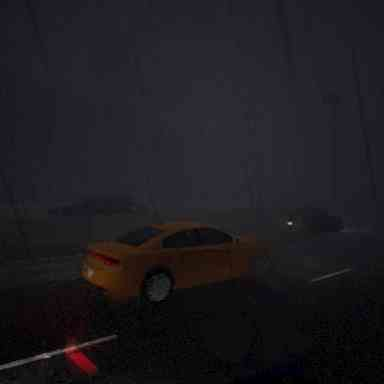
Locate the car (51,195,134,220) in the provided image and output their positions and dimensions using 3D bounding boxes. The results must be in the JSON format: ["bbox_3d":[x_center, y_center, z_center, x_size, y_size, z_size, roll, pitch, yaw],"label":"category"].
[{"bbox_3d":[-6.341,1.229,21.264,5.566,2.045,2.150,0,0,-38],"label":"car"}]

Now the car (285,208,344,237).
[{"bbox_3d":[6.440,1.544,17.992,4.181,1.385,1.994,0,0,-41],"label":"car"}]

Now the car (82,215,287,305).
[{"bbox_3d":[-0.080,1.476,8.200,5.008,1.535,1.882,0,0,-37],"label":"car"}]
